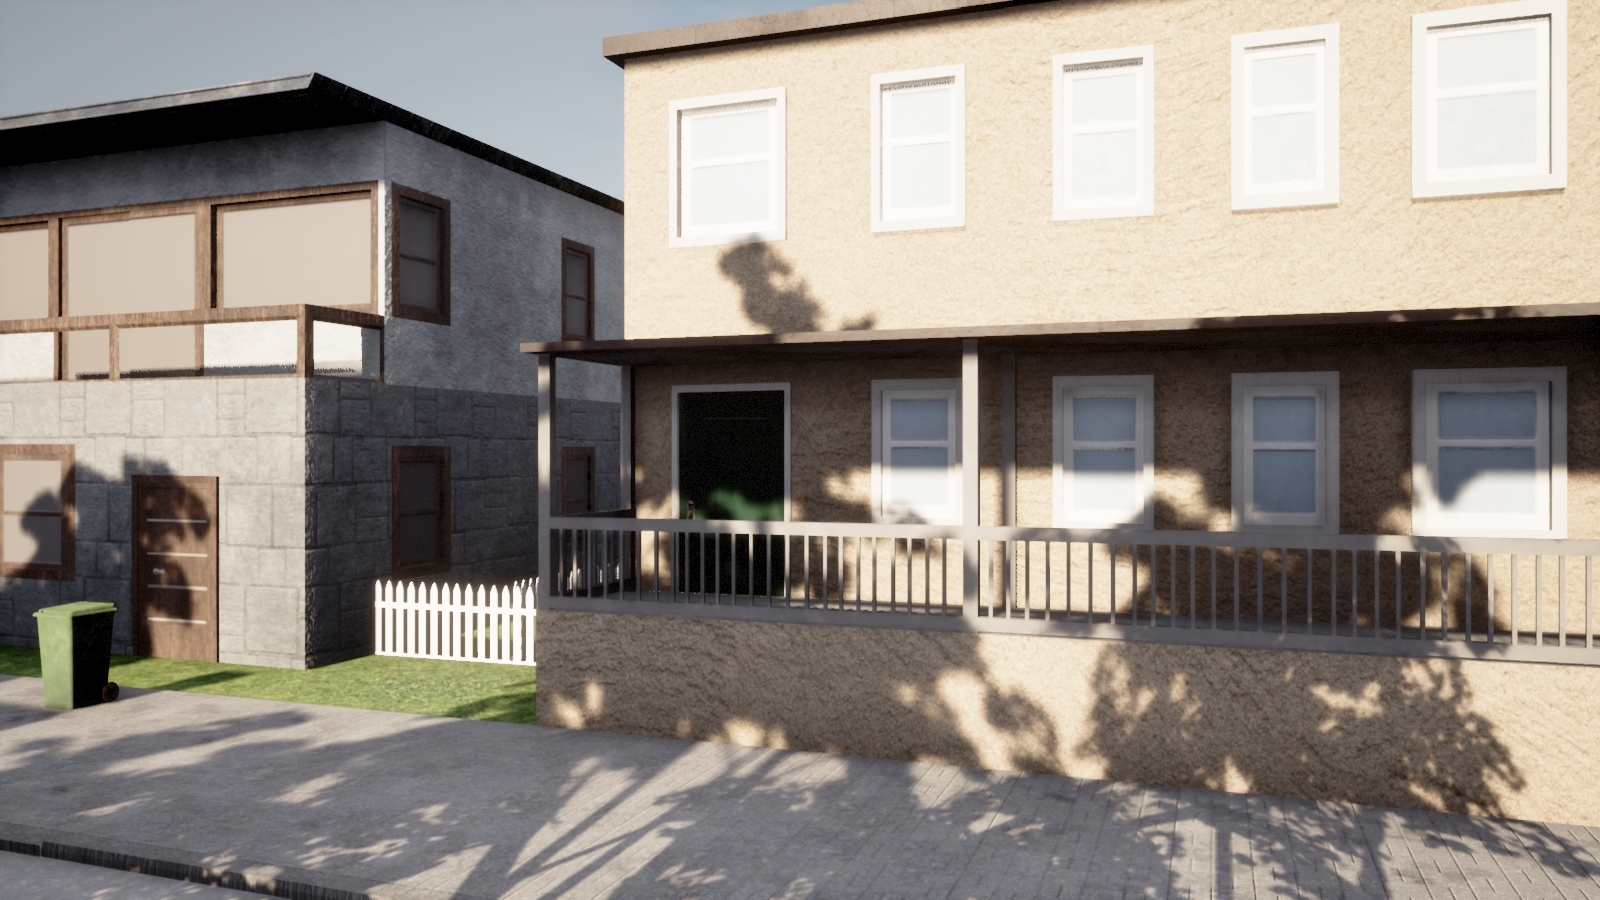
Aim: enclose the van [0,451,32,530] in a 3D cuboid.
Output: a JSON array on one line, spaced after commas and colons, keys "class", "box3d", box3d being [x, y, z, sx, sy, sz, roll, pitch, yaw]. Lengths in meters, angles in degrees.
[{"class": "van", "box3d": [-27.753, 1.329, 35.973, 1.988, 2.561, 5.915, 0, 0, 20]}]
